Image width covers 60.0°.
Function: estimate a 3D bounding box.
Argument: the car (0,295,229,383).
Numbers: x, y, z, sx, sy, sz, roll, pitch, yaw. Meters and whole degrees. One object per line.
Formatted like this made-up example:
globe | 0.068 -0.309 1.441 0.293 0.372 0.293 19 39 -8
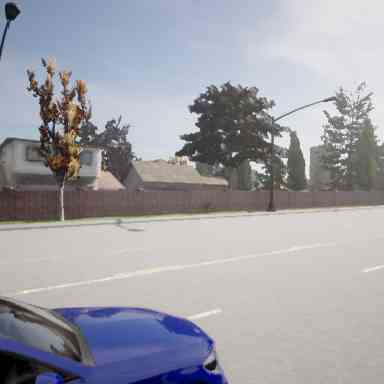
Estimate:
car | -1.850 1.519 2.421 4.674 1.442 1.812 0 0 -36
